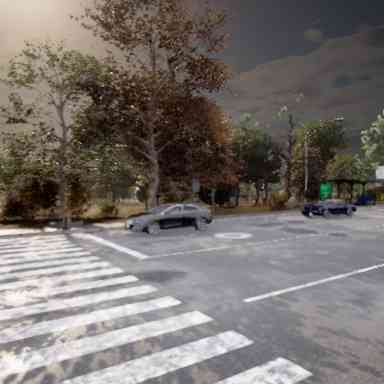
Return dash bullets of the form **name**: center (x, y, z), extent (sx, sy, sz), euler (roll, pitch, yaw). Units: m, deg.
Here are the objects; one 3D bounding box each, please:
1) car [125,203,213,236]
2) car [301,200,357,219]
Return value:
- **car**: center (-1.120, 1.347, 17.678), extent (4.902, 1.511, 2.128), euler (-1, 1, -34)
- **car**: center (10.510, 1.267, 25.507), extent (4.718, 1.301, 1.895), euler (-1, 1, -34)
